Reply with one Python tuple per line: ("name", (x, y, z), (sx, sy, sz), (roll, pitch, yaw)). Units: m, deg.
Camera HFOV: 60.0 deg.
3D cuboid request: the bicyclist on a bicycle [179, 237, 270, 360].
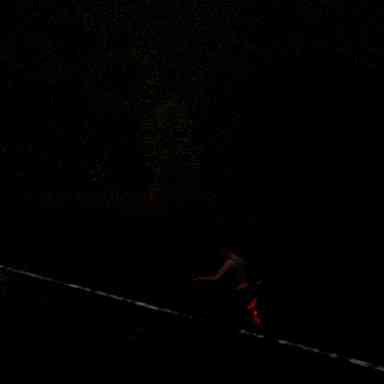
("bicyclist on a bicycle", (0.411, 1.453, 4.765), (1.509, 1.612, 0.866), (0, 0, 35))
